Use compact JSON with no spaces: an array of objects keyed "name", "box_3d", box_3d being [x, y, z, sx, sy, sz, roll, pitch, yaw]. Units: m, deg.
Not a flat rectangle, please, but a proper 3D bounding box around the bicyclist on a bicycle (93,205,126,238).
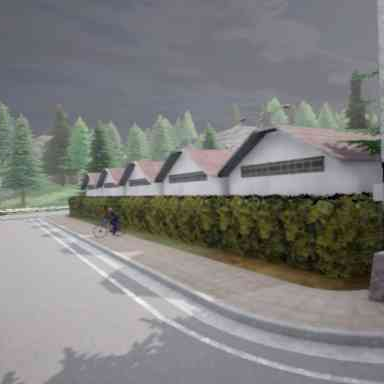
[{"name":"bicyclist on a bicycle","box_3d":[-4.129,1.462,16.646,1.656,1.620,0.582,-2,1,-30]}]
